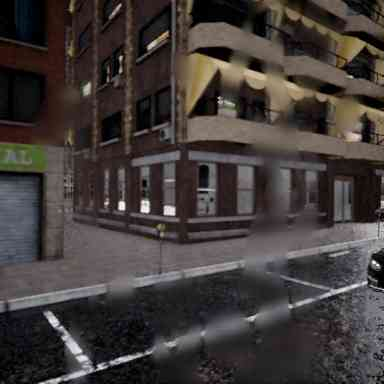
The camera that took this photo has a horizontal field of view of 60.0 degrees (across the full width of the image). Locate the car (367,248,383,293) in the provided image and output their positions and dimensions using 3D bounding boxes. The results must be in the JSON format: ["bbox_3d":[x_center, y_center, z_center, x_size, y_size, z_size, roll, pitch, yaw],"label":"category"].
[{"bbox_3d":[5.899,1.454,7.585,4.902,1.511,2.128,-1,0,-35],"label":"car"}]
